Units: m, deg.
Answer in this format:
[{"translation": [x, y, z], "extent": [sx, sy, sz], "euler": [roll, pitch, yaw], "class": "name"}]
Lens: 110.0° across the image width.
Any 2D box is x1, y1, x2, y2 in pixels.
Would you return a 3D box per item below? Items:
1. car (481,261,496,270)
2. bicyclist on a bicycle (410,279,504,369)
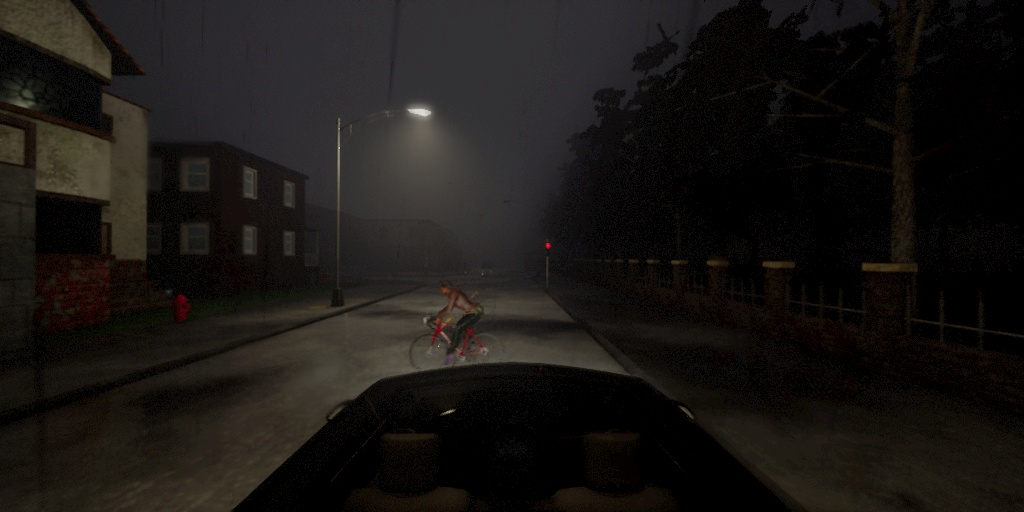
[{"translation": [-4.248, 1.709, 61.564], "extent": [1.895, 1.301, 4.718], "euler": [0, 0, 0], "class": "car"}, {"translation": [-0.980, 1.227, 6.256], "extent": [1.656, 1.620, 0.582], "euler": [-2, 0, -1], "class": "bicyclist on a bicycle"}]
